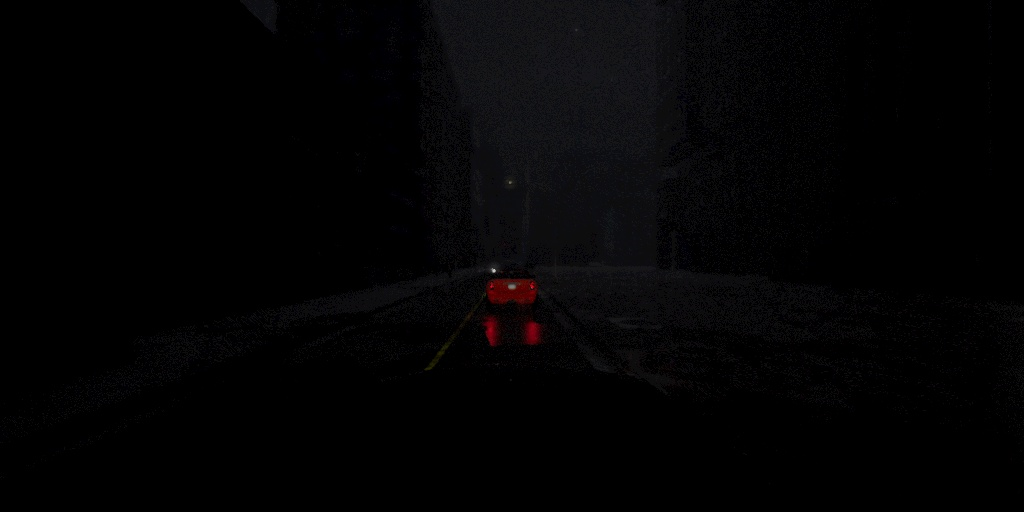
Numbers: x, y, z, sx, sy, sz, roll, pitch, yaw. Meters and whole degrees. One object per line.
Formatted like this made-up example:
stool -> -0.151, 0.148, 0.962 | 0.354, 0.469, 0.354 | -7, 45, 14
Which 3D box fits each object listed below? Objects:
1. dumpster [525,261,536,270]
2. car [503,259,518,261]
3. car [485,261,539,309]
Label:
dumpster -> 3.120, 1.707, 62.010 | 1.020, 1.700, 1.940 | 0, 0, 0
car -> -0.005, 1.372, 30.926 | 2.097, 1.767, 4.553 | 0, -1, 0
car -> -0.001, 1.232, 15.920 | 2.097, 1.767, 4.553 | 0, -1, 0
